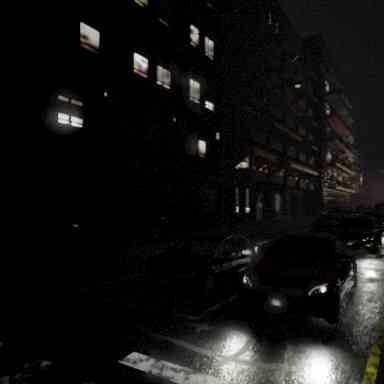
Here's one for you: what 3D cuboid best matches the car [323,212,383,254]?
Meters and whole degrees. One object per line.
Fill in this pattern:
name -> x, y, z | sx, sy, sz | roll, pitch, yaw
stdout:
car -> 7.794, 1.913, 15.627 | 1.837, 1.490, 4.892 | -2, -2, 33

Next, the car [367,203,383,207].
car -> 19.009, 2.105, 32.716 | 2.150, 2.045, 5.566 | -2, -2, 33

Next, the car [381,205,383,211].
car -> 46.140, 3.797, 79.011 | 1.802, 1.307, 4.206 | -1, -2, 33

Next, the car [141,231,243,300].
car -> 0.461, 1.803, 9.119 | 2.008, 1.369, 4.403 | -1, -2, 33

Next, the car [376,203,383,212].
car -> 40.050, 3.266, 69.699 | 2.192, 1.841, 5.009 | -1, -2, 33

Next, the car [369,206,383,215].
car -> 30.914, 3.122, 55.714 | 1.947, 1.339, 4.313 | -1, -2, 33

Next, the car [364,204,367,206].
car -> 21.778, 2.477, 41.742 | 2.192, 1.841, 5.009 | -1, -2, 33

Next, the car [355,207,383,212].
car -> 13.270, 2.118, 24.000 | 1.882, 1.535, 5.008 | -2, -2, 33

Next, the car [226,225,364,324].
car -> 2.713, 1.717, 7.819 | 1.812, 1.442, 4.674 | -2, -2, 32

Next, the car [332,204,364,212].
car -> 12.643, 2.086, 27.764 | 2.192, 1.841, 5.009 | -1, -2, 33

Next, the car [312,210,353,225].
car -> 9.597, 2.186, 23.099 | 1.887, 1.381, 4.507 | -1, -2, 33
